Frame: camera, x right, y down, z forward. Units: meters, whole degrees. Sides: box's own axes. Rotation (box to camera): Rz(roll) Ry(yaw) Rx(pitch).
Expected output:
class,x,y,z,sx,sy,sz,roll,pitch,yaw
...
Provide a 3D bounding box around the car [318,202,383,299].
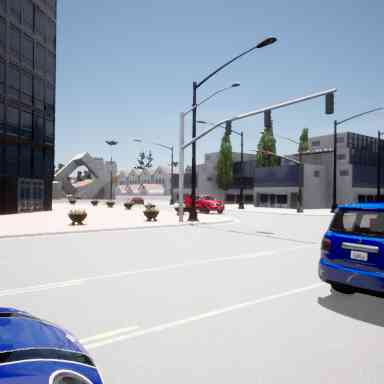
class,x,y,z,sx,sy,sz,roll,pitch,yaw
car,5.180,1.239,7.497,5.566,2.045,2.150,0,0,-35

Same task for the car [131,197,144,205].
class,x,y,z,sx,sy,sz,roll,pitch,yaw
car,-10.272,1.646,62.296,1.882,1.535,5.008,1,0,-20

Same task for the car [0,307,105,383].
class,x,y,z,sx,sy,sz,roll,pitch,yaw
car,-2.747,1.352,1.783,4.553,1.767,2.097,0,0,-35

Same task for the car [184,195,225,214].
class,x,y,z,sx,sy,sz,roll,pitch,yaw
car,1.267,1.314,36.702,2.150,2.045,5.566,1,-1,-35
